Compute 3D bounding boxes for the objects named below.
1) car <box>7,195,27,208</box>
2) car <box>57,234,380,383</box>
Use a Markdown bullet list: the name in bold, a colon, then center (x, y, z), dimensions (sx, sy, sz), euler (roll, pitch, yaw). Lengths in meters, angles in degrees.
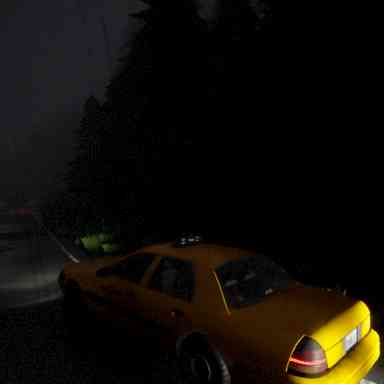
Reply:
- **car**: center (-21.066, 1.057, 40.110), dimensions (2.128, 1.511, 4.902), euler (-2, 2, -26)
- **car**: center (-0.250, 1.417, 5.097), dimensions (5.366, 1.575, 1.801), euler (1, 1, 44)
